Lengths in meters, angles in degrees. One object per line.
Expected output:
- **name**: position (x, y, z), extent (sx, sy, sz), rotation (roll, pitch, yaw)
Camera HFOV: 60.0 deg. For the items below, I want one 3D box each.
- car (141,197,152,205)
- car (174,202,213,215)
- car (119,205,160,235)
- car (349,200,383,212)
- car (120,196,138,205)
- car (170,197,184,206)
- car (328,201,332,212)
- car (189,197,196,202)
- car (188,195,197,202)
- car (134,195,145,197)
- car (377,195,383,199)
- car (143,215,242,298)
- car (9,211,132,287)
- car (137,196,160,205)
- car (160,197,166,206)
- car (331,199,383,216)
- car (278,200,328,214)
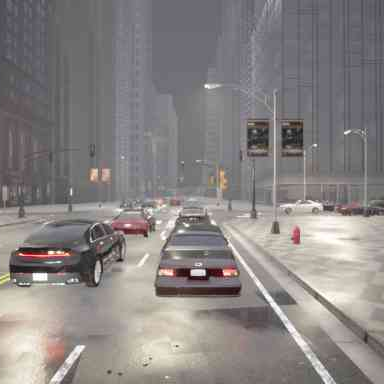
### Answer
- **car**: position (-9.647, 1.907, 71.060), extent (1.812, 1.442, 4.674), rotation (0, 0, 0)
- **car**: position (0.073, 1.544, 18.457), extent (1.837, 1.490, 4.892), rotation (0, 0, 1)
- **car**: position (-3.124, 1.602, 18.207), extent (1.994, 1.385, 4.181), rotation (0, 0, 0)
- **car**: position (20.881, 1.644, 38.769), extent (4.313, 1.339, 1.947), rotation (0, 0, -1)
- **car**: position (-9.801, 1.735, 50.694), extent (1.837, 1.490, 4.892), rotation (0, 0, -2)
- **car**: position (-3.059, 1.792, 62.511), extent (1.882, 1.535, 5.008), rotation (0, 0, 0)
- **car**: position (15.242, 1.663, 38.690), extent (4.313, 1.339, 1.947), rotation (0, 0, -1)
- **car**: position (0.133, 2.029, 91.171), extent (1.882, 1.535, 5.008), rotation (0, 0, 0)
- **car**: position (0.118, 1.687, 80.594), extent (2.150, 2.045, 5.566), rotation (0, 0, 0)
- **car**: position (-9.729, 1.523, 60.714), extent (2.150, 2.045, 5.566), rotation (0, 0, 0)
- **car**: position (21.522, 1.265, 36.030), extent (5.566, 2.045, 2.150), rotation (0, -1, -1)
- **car**: position (0.119, 1.557, 8.718), extent (2.033, 1.411, 5.357), rotation (0, 0, 0)
- **car**: position (-3.137, 1.516, 9.307), extent (1.837, 1.490, 4.892), rotation (0, 0, 0)
- **car**: position (-6.521, 1.778, 50.803), extent (2.033, 1.411, 5.357), rotation (0, 0, 0)
- **car**: position (-6.483, 1.649, 60.085), extent (2.097, 1.767, 4.553), rotation (0, 0, 0)
- **car**: position (15.359, 1.577, 30.166), extent (4.206, 1.307, 1.802), rotation (0, 0, -1)
- **car**: position (11.688, 1.602, 35.882), extent (4.674, 1.442, 1.812), rotation (0, -1, -1)
